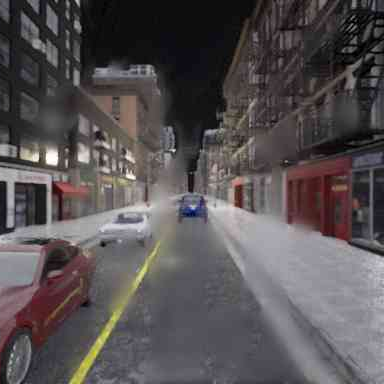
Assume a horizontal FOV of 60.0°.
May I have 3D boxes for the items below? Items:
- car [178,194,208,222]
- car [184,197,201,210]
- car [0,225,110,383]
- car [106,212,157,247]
[{"bbox_3d":[0.088,1.203,25.938,2.150,2.045,5.566,0,0,0],"label":"car"},{"bbox_3d":[0.088,1.431,43.154,2.128,1.511,4.902,0,0,0],"label":"car"},{"bbox_3d":[-2.846,1.526,5.325,1.812,1.442,4.674,0,0,0],"label":"car"},{"bbox_3d":[-2.760,1.596,15.091,1.895,1.301,4.718,0,0,0],"label":"car"}]
